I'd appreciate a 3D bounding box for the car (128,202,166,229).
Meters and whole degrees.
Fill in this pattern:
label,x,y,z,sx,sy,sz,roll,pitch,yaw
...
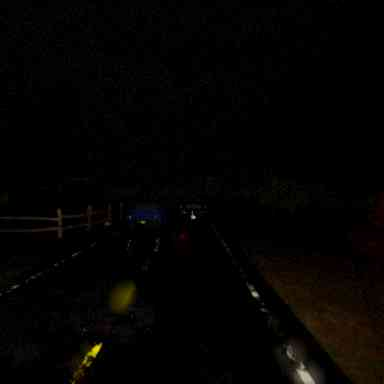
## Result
label,x,y,z,sx,sy,sz,roll,pitch,yaw
car,-2.757,1.418,21.129,1.882,1.535,5.008,0,0,0

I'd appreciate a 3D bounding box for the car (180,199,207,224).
label,x,y,z,sx,sy,sz,roll,pitch,yaw
car,0.091,1.460,23.904,1.812,1.442,4.674,0,0,0
